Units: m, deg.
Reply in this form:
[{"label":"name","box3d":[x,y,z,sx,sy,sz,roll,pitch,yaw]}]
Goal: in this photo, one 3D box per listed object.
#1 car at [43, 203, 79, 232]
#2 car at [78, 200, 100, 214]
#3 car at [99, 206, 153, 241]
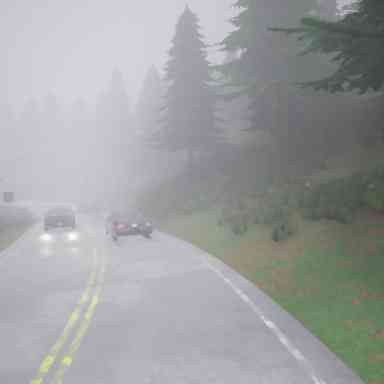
[{"label":"car","box3d":[-8.906,1.701,22.573,1.882,1.535,5.008,-2,0,-20]},{"label":"car","box3d":[-12.153,1.644,38.737,2.128,1.511,4.902,-3,4,-33]},{"label":"car","box3d":[-3.417,1.571,17.288,2.033,1.411,5.357,-3,0,-20]}]
